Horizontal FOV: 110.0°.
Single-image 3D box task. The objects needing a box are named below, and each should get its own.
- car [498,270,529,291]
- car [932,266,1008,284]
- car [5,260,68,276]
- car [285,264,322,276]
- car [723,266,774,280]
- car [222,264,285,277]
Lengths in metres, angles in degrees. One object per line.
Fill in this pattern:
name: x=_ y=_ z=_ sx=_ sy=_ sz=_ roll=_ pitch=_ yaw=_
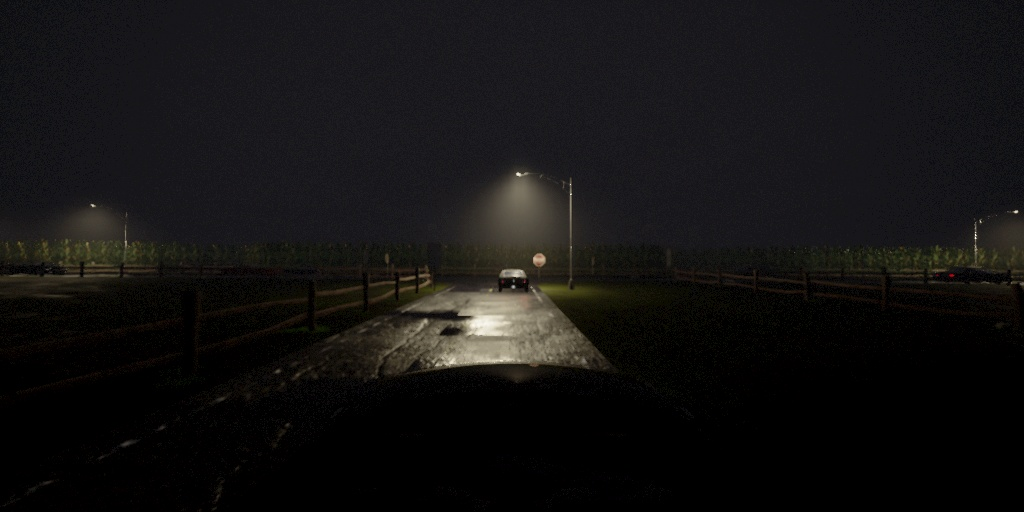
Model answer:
car: x=0.038 y=1.538 z=23.257 sx=1.895 sy=1.301 sz=4.718 roll=0 pitch=0 yaw=-1
car: x=44.819 y=1.947 z=35.098 sx=5.357 sy=1.411 sz=2.033 roll=1 pitch=-1 yaw=1
car: x=-47.365 y=1.194 z=35.684 sx=5.008 sy=1.535 sz=1.882 roll=0 pitch=-1 yaw=1
car: x=-23.081 y=1.540 z=38.447 sx=4.718 sy=1.301 sz=1.895 roll=0 pitch=-1 yaw=0
car: x=25.070 y=1.804 z=38.121 sx=4.892 sy=1.490 sz=1.837 roll=0 pitch=-1 yaw=0
car: x=-25.673 y=1.449 z=35.488 sx=4.718 sy=1.301 sz=1.895 roll=0 pitch=-1 yaw=0
